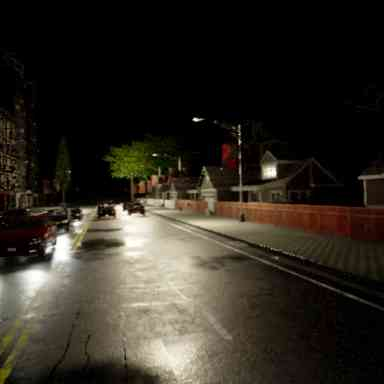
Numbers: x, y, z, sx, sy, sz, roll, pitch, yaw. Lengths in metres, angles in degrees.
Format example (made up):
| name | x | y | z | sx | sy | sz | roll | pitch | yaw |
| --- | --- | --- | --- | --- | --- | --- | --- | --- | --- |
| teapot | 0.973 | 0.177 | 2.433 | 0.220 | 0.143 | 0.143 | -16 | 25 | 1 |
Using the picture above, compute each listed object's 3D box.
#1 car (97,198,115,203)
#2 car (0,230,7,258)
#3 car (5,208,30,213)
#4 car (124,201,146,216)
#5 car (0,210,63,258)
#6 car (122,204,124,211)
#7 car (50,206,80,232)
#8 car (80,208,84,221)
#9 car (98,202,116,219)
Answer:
| name | x | y | z | sx | sy | sz | roll | pitch | yaw |
| --- | --- | --- | --- | --- | --- | --- | --- | --- | --- |
| car | -11.969 | 1.920 | 46.473 | 2.150 | 2.045 | 5.566 | -1 | 0 | -15 |
| car | -4.512 | 1.655 | 4.968 | 1.837 | 1.490 | 4.892 | -1 | -1 | -15 |
| car | -13.161 | 2.038 | 25.089 | 1.837 | 1.490 | 4.892 | -1 | -1 | -15 |
| car | -6.610 | 2.017 | 39.251 | 1.837 | 1.490 | 4.892 | -1 | -1 | -15 |
| car | -6.909 | 1.767 | 14.040 | 1.882 | 1.535 | 5.008 | -1 | -1 | -15 |
| car | -9.338 | 2.142 | 49.595 | 1.882 | 1.535 | 5.008 | -1 | 0 | -15 |
| car | -9.325 | 1.921 | 23.270 | 2.128 | 1.511 | 4.902 | -1 | -1 | -14 |
| car | -11.981 | 2.130 | 33.516 | 2.033 | 1.411 | 5.357 | -1 | -1 | -14 |
| car | -9.199 | 2.143 | 36.042 | 1.895 | 1.301 | 4.718 | -1 | -1 | -14 |
